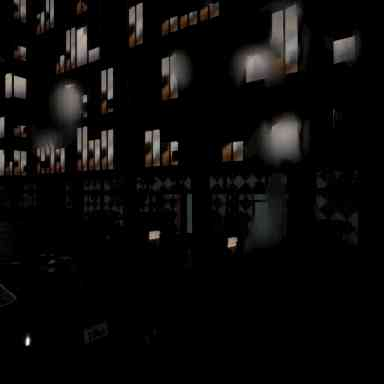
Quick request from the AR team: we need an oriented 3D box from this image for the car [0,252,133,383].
[{"bbox_3d":[-2.733,1.566,4.836,4.313,1.339,1.947,0,0,36],"label":"car"}]
